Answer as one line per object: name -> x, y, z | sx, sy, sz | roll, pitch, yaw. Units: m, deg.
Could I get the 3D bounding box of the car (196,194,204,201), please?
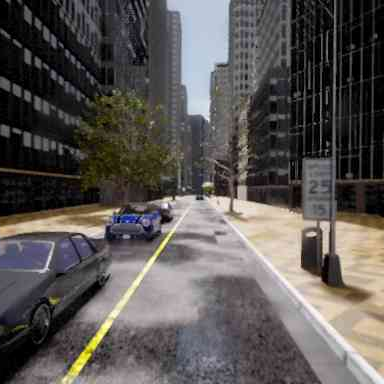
car -> 2.019, 1.408, 85.432 | 2.097, 1.767, 4.553 | 0, 0, 1

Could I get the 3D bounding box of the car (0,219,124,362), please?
car -> -3.004, 1.520, 6.446 | 2.033, 1.411, 5.357 | 0, 0, 1

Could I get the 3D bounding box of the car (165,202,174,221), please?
car -> -2.500, 1.519, 26.991 | 2.033, 1.411, 5.357 | 0, 0, 1

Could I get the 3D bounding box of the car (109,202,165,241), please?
car -> -2.754, 1.323, 16.504 | 2.097, 1.767, 4.553 | 0, 0, 1
